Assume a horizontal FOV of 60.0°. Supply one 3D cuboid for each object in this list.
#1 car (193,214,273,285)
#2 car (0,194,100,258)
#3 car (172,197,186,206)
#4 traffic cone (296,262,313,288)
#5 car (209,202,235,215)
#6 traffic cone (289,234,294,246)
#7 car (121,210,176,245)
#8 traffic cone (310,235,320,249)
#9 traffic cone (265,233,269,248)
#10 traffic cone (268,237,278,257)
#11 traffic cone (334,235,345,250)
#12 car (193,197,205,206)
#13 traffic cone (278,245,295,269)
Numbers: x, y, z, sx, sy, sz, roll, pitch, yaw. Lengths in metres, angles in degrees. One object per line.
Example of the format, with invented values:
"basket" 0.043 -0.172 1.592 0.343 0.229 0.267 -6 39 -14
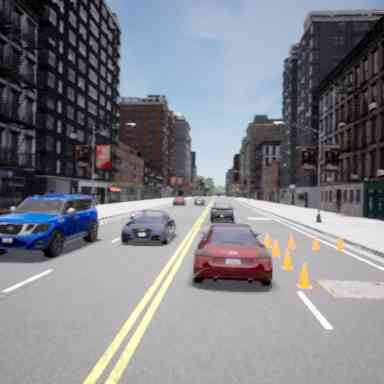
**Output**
"car" 1.119 1.604 9.777 1.994 1.385 4.181 1 0 4
"car" -5.364 1.124 12.809 2.150 2.045 5.566 1 0 4
"car" -2.091 1.525 55.430 1.882 1.535 5.008 1 0 5
"traffic cone" 2.763 2.029 8.178 0.340 0.580 0.340 1 0 4
"car" 2.408 1.588 26.745 2.128 1.511 4.902 1 0 4
"traffic cone" 4.213 2.070 14.086 0.340 0.580 0.340 1 0 4
"car" -1.900 1.547 15.583 1.994 1.385 4.181 1 0 4
"traffic cone" 5.210 2.091 14.010 0.340 0.580 0.340 1 0 4
"traffic cone" 3.216 2.048 14.161 0.340 0.580 0.340 1 0 4
"traffic cone" 3.065 2.042 12.167 0.340 0.580 0.340 1 0 4
"traffic cone" 6.207 2.113 13.934 0.340 0.580 0.340 1 0 4
"car" 1.349 1.616 57.752 2.128 1.511 4.902 1 0 5
"traffic cone" 2.914 2.035 10.173 0.340 0.580 0.340 1 0 4
